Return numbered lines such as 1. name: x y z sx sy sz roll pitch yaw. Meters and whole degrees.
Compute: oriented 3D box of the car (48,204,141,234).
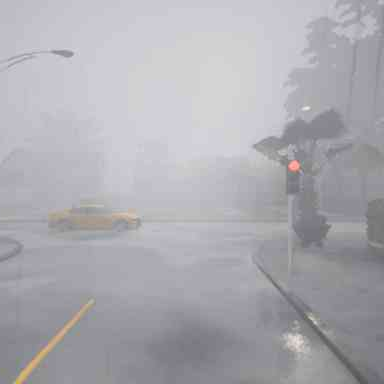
1. car: -5.393 1.462 18.699 5.008 1.535 1.882 0 0 0
